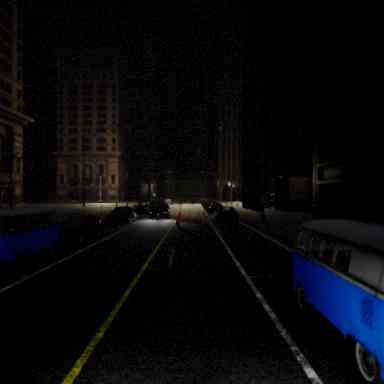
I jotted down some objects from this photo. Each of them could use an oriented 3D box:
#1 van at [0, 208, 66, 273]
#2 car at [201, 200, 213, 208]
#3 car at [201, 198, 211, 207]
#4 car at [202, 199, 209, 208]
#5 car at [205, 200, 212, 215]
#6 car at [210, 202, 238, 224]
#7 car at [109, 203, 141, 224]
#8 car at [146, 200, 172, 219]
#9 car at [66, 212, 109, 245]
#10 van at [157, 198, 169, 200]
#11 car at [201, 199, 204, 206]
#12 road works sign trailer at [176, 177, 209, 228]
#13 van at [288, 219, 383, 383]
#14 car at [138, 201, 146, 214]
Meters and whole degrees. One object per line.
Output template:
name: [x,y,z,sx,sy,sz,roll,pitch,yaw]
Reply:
van: [-5.758,1.454,10.751,1.690,1.788,3.998,0,-1,0]
car: [2.814,2.172,61.508,2.008,1.369,4.403,0,-1,0]
car: [2.818,2.114,67.150,1.967,1.590,4.097,0,-1,0]
car: [2.799,2.023,44.586,1.947,1.339,4.313,0,-1,0]
car: [2.794,1.952,38.946,2.008,1.369,4.403,0,-1,0]
car: [2.783,1.832,27.665,1.887,1.381,4.507,0,-1,0]
car: [-5.742,1.853,27.670,1.947,1.339,4.313,0,-1,0]
car: [-3.068,1.843,32.651,1.837,1.490,4.892,0,-1,0]
car: [-5.752,1.716,16.389,1.887,1.381,4.507,0,-1,0]
van: [-5.712,1.963,61.516,1.690,1.788,3.998,0,-1,0]
car: [2.809,2.094,56.038,1.752,1.417,4.829,0,-1,0]
road works sign trailer: [0.021,0.718,24.414,2.380,3.560,2.880,0,-1,0]
van: [2.763,1.395,5.106,1.690,1.788,3.998,0,-1,0]
car: [-5.732,1.842,38.952,1.967,1.590,4.097,0,-1,0]
